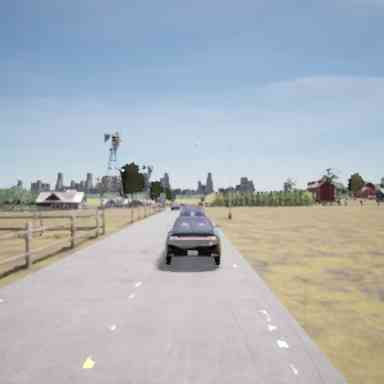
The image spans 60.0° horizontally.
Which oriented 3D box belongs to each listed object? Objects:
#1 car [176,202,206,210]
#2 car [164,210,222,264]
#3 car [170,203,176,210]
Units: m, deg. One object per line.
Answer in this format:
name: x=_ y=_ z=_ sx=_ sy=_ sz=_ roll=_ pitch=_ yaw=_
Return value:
car: x=0.051 y=1.724 z=27.354 sx=2.097 sy=1.767 sz=4.553 roll=0 pitch=-1 yaw=1
car: x=0.048 y=1.646 z=12.404 sx=2.128 sy=1.511 sz=4.902 roll=0 pitch=-1 yaw=1
car: x=-2.760 y=2.603 z=59.411 sx=2.033 sy=1.411 sz=5.357 roll=0 pitch=-1 yaw=0
